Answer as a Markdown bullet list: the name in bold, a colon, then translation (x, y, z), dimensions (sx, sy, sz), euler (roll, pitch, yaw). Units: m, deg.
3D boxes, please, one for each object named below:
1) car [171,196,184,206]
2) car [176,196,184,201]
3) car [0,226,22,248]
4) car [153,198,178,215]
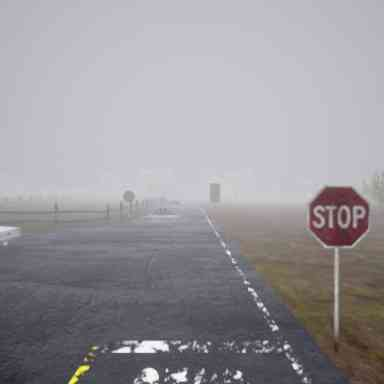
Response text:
- **car**: translation (-2.850, 1.515, 56.757), dimensions (1.882, 1.535, 5.008), euler (0, 0, 0)
- **car**: translation (-2.896, 1.594, 81.978), dimensions (1.895, 1.301, 4.718), euler (0, 0, 0)
- **car**: translation (-8.799, 1.512, 11.720), dimensions (4.718, 1.301, 1.895), euler (1, 0, -2)
- **car**: translation (-2.810, 1.583, 33.999), dimensions (1.994, 1.385, 4.181), euler (0, 0, 0)
